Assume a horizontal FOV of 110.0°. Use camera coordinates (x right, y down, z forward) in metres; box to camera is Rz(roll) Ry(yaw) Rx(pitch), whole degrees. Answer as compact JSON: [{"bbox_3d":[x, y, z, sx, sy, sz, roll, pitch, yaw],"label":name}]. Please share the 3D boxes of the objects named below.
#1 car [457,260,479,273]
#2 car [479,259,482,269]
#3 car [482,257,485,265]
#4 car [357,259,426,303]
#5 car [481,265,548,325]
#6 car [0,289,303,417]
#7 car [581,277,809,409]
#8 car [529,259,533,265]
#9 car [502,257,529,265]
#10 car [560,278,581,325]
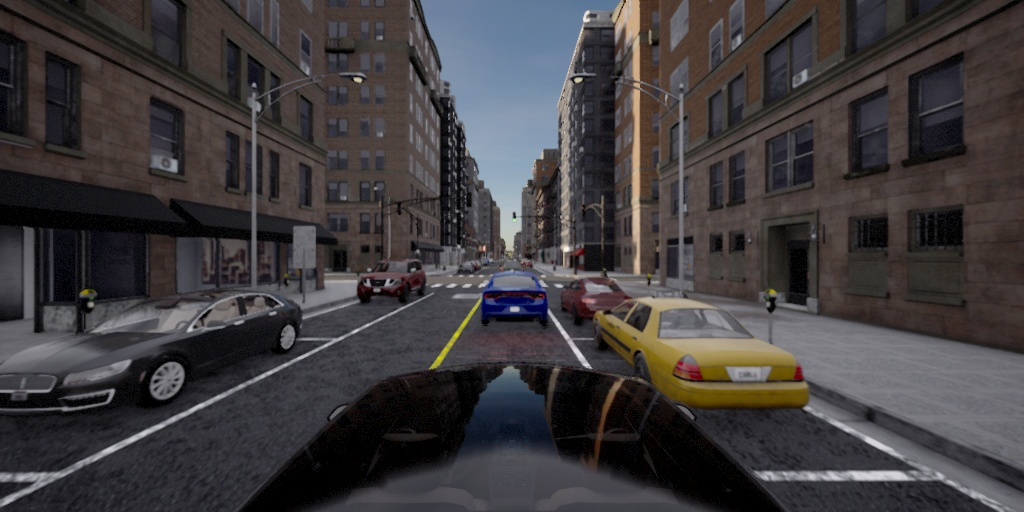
[{"bbox_3d":[-5.547,1.302,43.398,2.007,1.370,4.403,0,0,0],"label":"car"},{"bbox_3d":[-5.568,1.296,48.853,1.888,1.381,4.507,0,0,0],"label":"car"},{"bbox_3d":[-5.589,1.275,54.136,1.751,1.417,4.829,0,0,0],"label":"car"},{"bbox_3d":[-5.445,1.065,16.935,2.192,1.841,5.009,0,0,0],"label":"car"},{"bbox_3d":[0.060,1.228,11.807,1.882,1.535,5.008,0,0,0],"label":"car"},{"bbox_3d":[-5.403,1.301,6.110,2.007,1.370,4.403,0,0,0],"label":"car"},{"bbox_3d":[2.622,1.276,6.302,1.751,1.417,4.829,0,0,0],"label":"car"},{"bbox_3d":[2.414,1.188,59.784,1.967,1.591,4.097,0,0,0],"label":"car"},{"bbox_3d":[0.004,1.111,28.395,2.097,1.767,4.553,0,0,0],"label":"car"},{"bbox_3d":[2.601,1.333,11.544,1.802,1.307,4.207,0,0,0],"label":"car"}]
